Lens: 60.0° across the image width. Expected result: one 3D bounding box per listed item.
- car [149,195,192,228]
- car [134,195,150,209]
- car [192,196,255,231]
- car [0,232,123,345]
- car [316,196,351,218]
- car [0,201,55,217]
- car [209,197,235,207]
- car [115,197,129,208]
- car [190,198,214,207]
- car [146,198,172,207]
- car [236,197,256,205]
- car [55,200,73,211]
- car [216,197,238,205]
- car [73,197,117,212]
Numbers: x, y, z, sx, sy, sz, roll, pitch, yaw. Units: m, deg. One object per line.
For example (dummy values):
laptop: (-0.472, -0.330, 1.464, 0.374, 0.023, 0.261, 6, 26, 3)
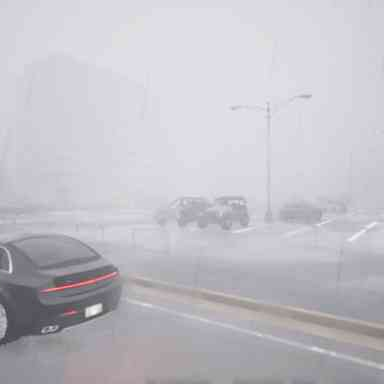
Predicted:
car: (-0.370, 1.226, 21.711, 1.932, 1.855, 4.605, 0, 0, 34)
car: (-6.289, 1.417, 50.696, 2.150, 2.045, 5.566, 0, 0, 35)
car: (1.993, 1.212, 20.039, 1.905, 1.878, 3.866, 0, 0, 34)
car: (-3.467, 1.544, 6.478, 4.892, 1.490, 1.837, 0, 0, 35)
car: (14.055, 1.438, 32.959, 1.970, 1.475, 3.806, 0, 0, 34)
car: (-17.193, 1.794, 34.585, 1.895, 1.301, 4.718, 0, 0, 34)
car: (5.051, 1.648, 54.669, 2.128, 1.511, 4.902, 0, 0, 34)
car: (-11.513, 1.567, 49.251, 2.097, 1.767, 4.553, 0, 0, 34)
car: (1.793, 1.702, 56.098, 1.812, 1.442, 4.674, 0, 0, 34)
car: (-5.723, 1.742, 57.754, 1.812, 1.442, 4.674, 0, 0, 35)
car: (10.180, 1.662, 62.272, 1.837, 1.490, 4.892, 0, 0, 34)
car: (-16.857, 1.761, 41.338, 2.033, 1.411, 5.357, 0, 0, 34)
car: (6.773, 1.669, 63.475, 2.128, 1.511, 4.902, 0, 0, 34)
car: (-12.183, 1.720, 41.990, 1.812, 1.442, 4.674, 0, 0, 34)
